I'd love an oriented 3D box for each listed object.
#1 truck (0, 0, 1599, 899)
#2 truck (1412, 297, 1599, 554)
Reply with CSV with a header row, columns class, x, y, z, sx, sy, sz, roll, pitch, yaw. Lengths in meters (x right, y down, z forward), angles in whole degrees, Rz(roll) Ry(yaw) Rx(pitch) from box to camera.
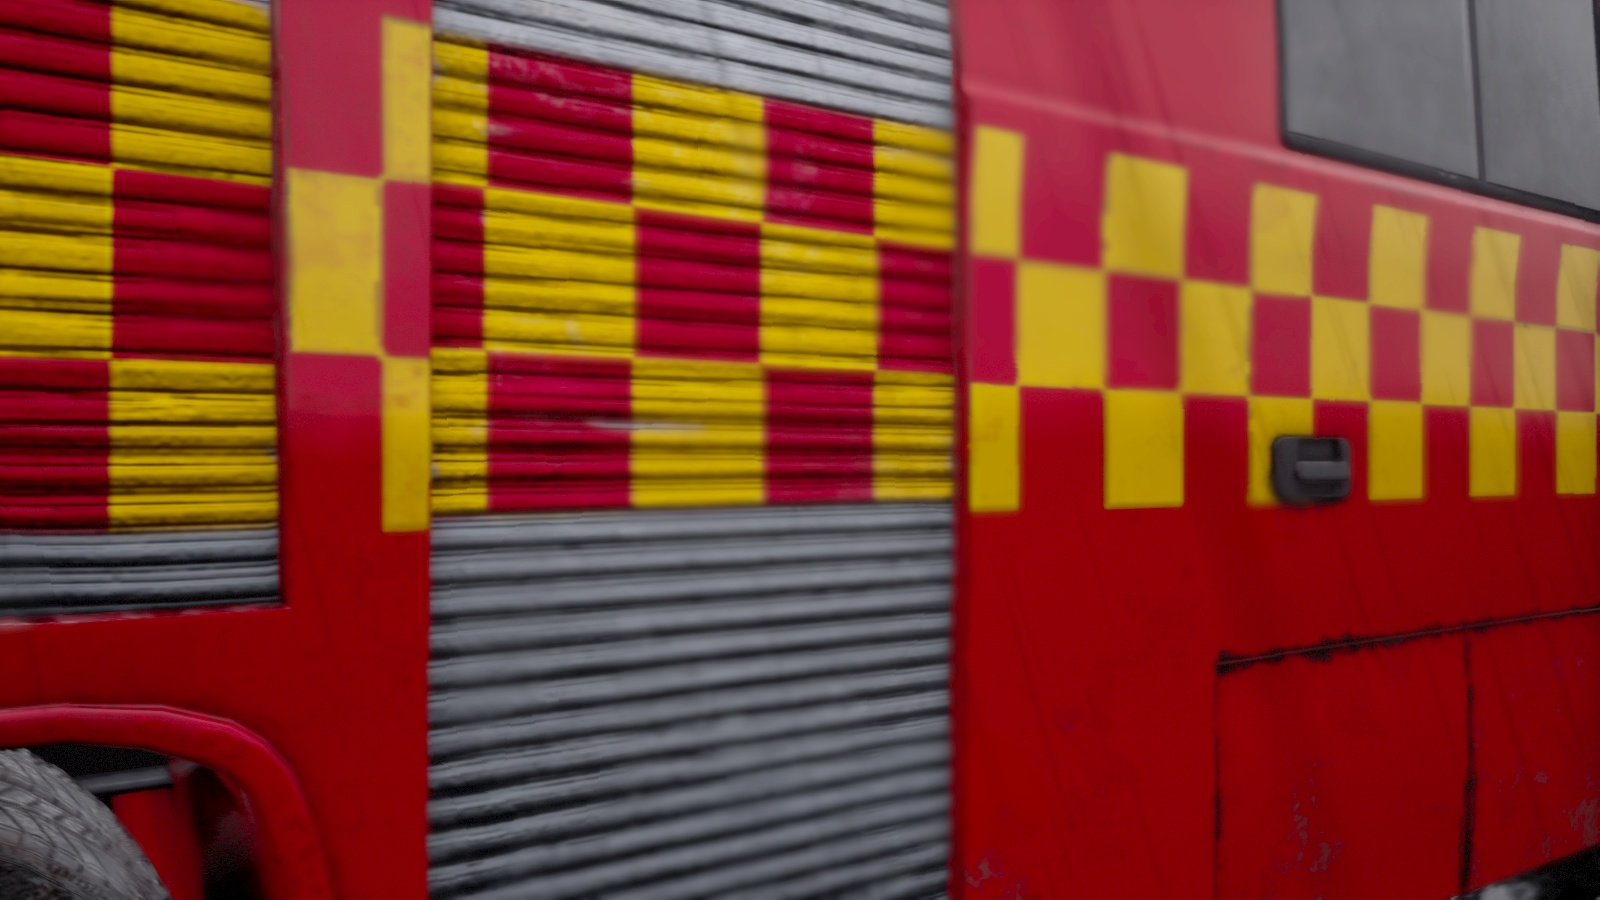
class,x,y,z,sx,sy,sz,roll,pitch,yaw
truck,0.323,-0.409,3.888,8.468,3.827,2.891,0,0,-35
truck,14.584,-0.357,22.349,8.468,3.827,2.891,0,0,-35
